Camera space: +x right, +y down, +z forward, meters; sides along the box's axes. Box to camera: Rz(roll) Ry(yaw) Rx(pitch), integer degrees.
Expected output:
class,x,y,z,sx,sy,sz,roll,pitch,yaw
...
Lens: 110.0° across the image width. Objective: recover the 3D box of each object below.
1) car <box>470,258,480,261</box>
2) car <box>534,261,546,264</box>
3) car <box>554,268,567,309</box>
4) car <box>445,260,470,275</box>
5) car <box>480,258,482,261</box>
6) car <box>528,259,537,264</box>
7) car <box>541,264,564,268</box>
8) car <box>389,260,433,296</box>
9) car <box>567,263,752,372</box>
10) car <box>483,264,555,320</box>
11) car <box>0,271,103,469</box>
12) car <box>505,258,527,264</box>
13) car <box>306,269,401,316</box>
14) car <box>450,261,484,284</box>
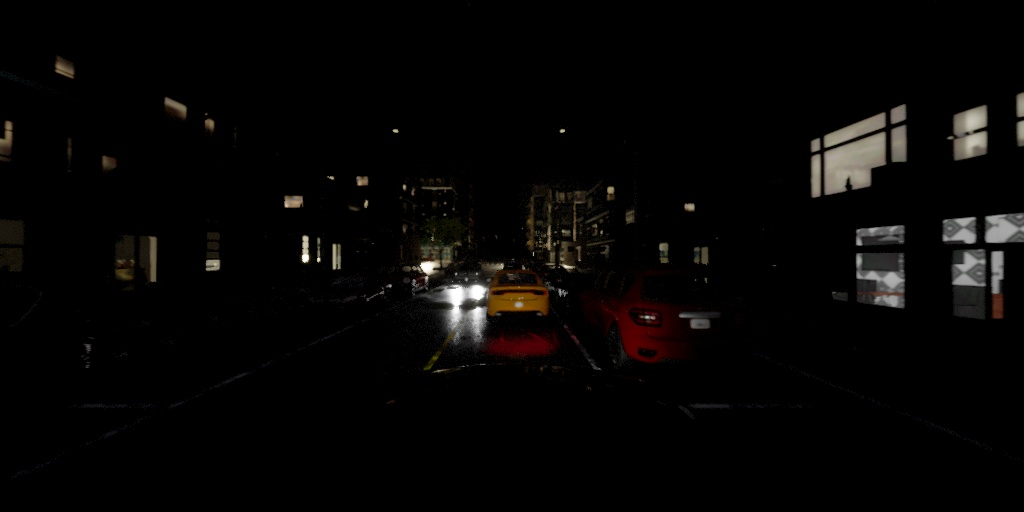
class,x,y,z,sx,sy,sz,roll,pitch,yaw
car,-5.804,1.186,47.912,2.007,1.370,4.403,0,0,0
car,2.702,1.238,23.827,1.888,1.381,4.507,0,0,0
car,2.694,1.286,13.067,1.948,1.339,4.313,0,0,0
car,-5.753,1.187,36.677,1.751,1.417,4.829,0,0,0
car,-5.809,1.052,58.731,1.967,1.591,4.097,0,0,0
car,2.758,1.191,35.063,1.751,1.417,4.829,0,0,0
car,2.694,1.272,18.600,1.948,1.339,4.313,0,0,0
car,-5.686,1.146,18.603,1.967,1.591,4.097,0,0,0
car,2.693,1.050,7.534,2.192,1.841,5.009,0,0,0
car,0.132,1.200,12.477,1.882,1.535,5.008,0,0,-2
car,-5.689,1.064,2.004,2.192,1.841,5.009,0,0,0
car,0.106,1.156,35.370,2.128,1.511,4.902,0,0,0
car,-5.687,1.303,13.070,1.802,1.307,4.207,0,0,0
car,-3.093,1.287,26.548,1.895,1.301,4.718,0,0,0
